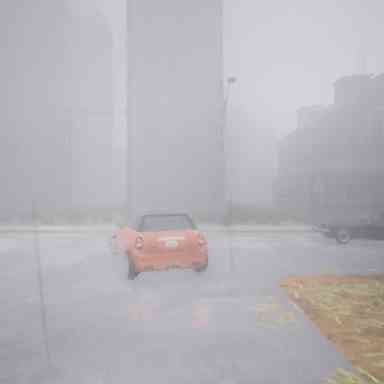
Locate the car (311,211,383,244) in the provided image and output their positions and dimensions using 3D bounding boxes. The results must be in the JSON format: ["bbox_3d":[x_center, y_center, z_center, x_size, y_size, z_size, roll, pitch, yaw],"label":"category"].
[{"bbox_3d":[7.821,1.509,14.665,4.718,1.301,1.895,0,0,0],"label":"car"}]

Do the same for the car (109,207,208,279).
[{"bbox_3d":[-1.187,1.287,10.228,2.097,1.767,4.553,0,0,-19],"label":"car"}]
